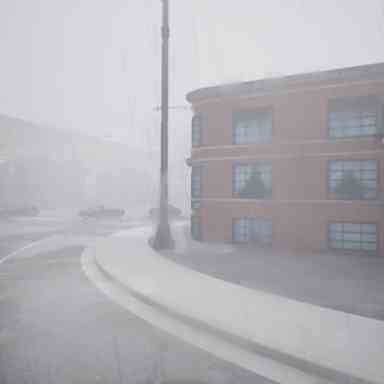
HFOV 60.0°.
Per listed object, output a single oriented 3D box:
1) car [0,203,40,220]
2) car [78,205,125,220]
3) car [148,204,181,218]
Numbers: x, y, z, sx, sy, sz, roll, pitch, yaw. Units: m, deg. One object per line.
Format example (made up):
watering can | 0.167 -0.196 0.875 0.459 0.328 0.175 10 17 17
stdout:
car | -16.510 1.738 30.804 2.128 1.511 4.902 0 -1 23
car | -8.423 1.915 31.495 1.895 1.301 4.718 0 -1 26
car | -2.844 1.921 34.840 1.812 1.442 4.674 0 -1 26
